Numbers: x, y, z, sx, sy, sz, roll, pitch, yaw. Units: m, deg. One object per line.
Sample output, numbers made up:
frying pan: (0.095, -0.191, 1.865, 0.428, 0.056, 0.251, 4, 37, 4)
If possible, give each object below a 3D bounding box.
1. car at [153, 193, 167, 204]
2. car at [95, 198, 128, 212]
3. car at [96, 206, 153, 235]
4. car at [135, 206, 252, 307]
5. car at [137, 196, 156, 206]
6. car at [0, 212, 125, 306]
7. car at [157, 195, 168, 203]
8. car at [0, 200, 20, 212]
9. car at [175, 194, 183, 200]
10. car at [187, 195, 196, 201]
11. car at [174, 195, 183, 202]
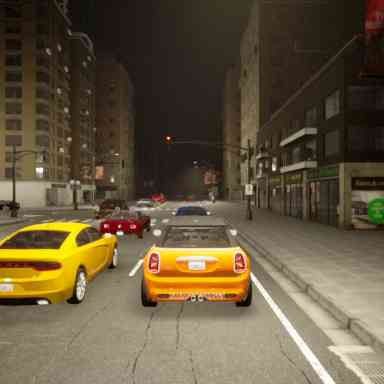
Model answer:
car: (-6.686, 1.254, 64.812, 2.150, 2.045, 5.566, 0, 0, 0)
car: (-6.663, 1.358, 28.042, 2.097, 1.767, 4.553, 0, 0, 0)
car: (-3.288, 1.603, 17.404, 1.895, 1.301, 4.718, 0, 0, 0)
car: (0.082, 1.353, 8.140, 2.097, 1.767, 4.553, 0, 0, 0)
car: (-6.704, 1.618, 47.679, 1.895, 1.301, 4.718, 0, 0, 0)
car: (-3.167, 1.478, 8.148, 1.882, 1.535, 5.008, 0, 0, 0)
car: (-6.667, 1.566, 75.896, 2.128, 1.511, 4.902, 0, 0, 0)
car: (-22.233, 1.597, 38.484, 4.313, 1.339, 1.947, 0, 0, 0)
car: (-3.450, 1.421, 90.768, 1.882, 1.535, 5.008, 0, 0, 0)
car: (-0.177, 1.399, 80.741, 2.097, 1.767, 4.553, 0, 0, 0)
car: (-3.426, 1.543, 80.347, 1.837, 1.490, 4.892, 0, 0, 0)
